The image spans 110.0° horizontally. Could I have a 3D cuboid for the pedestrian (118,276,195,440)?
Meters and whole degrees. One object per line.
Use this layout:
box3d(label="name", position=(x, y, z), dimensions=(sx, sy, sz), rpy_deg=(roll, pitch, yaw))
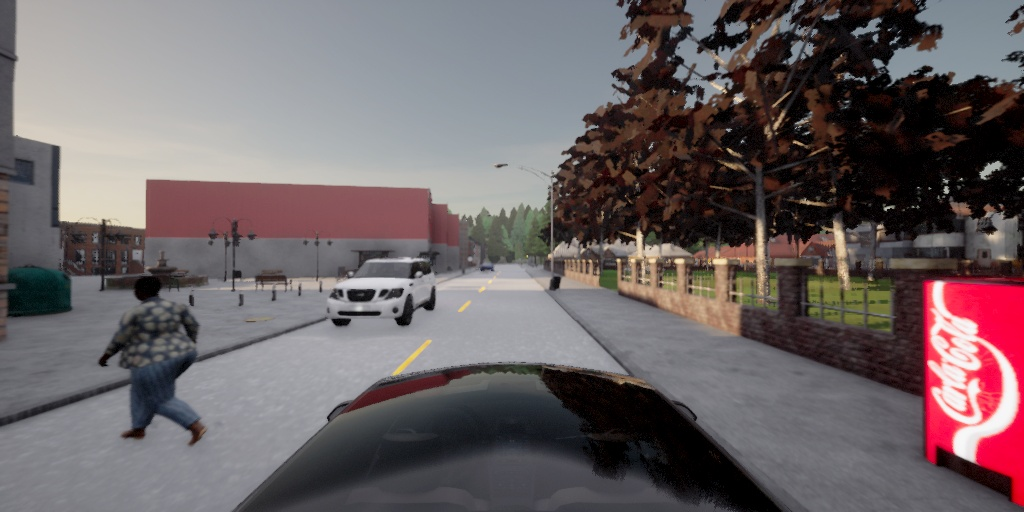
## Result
box3d(label="pedestrian", position=(-3.771, 1.064, 3.818), dimensions=(0.375, 1.860, 0.375), rpy_deg=(0, -1, 0))

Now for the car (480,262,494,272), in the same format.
box3d(label="car", position=(-3.911, 1.752, 57.147), dimensions=(1.882, 1.535, 5.008), rpy_deg=(0, -1, 1))

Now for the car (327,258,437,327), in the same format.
box3d(label="car", position=(-4.087, 1.072, 12.355), dimensions=(2.150, 2.045, 5.566), rpy_deg=(0, -1, 0))

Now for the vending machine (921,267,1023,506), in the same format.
box3d(label="vending machine", position=(4.300, 1.177, 2.861), dimensions=(1.100, 2.100, 0.880), rpy_deg=(0, 0, 0))
